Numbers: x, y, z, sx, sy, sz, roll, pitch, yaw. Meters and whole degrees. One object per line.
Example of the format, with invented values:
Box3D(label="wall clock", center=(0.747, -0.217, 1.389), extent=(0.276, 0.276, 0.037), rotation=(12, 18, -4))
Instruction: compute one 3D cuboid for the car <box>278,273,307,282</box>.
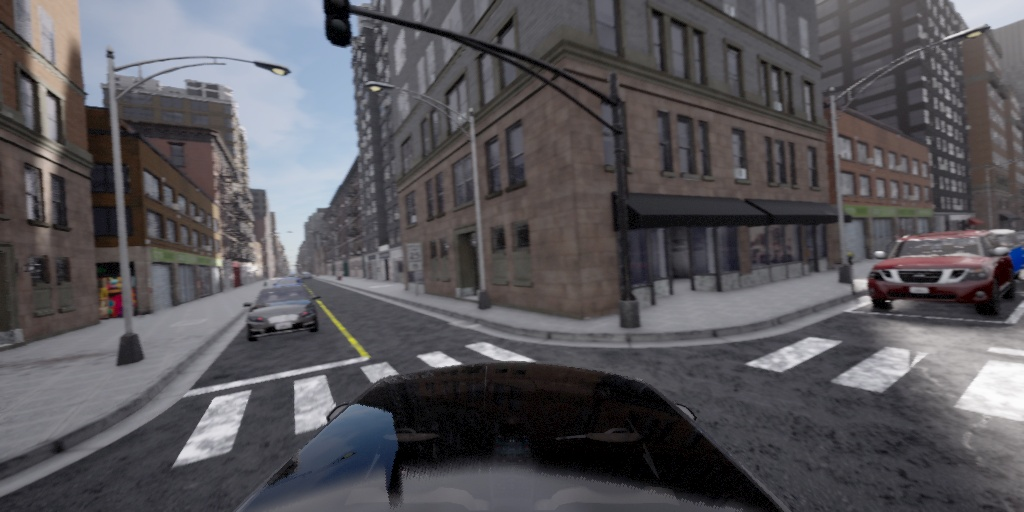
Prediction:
Box3D(label="car", center=(-17.700, 2.470, 28.482), extent=(1.882, 1.535, 5.008), rotation=(-4, 0, -31))

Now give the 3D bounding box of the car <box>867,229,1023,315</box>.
Box3D(label="car", center=(11.364, 0.306, 9.406), extent=(5.009, 1.841, 2.192), rotation=(0, 0, -32))

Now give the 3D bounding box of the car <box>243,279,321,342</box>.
Box3D(label="car", center=(-7.780, 1.796, 12.269), extent=(2.128, 1.511, 4.902), rotation=(-4, 0, -32))
